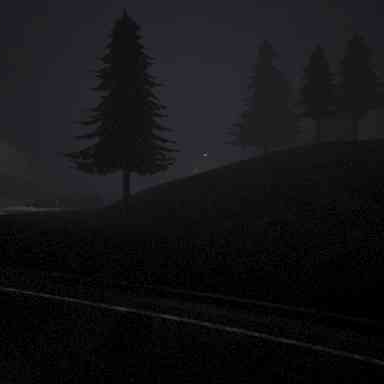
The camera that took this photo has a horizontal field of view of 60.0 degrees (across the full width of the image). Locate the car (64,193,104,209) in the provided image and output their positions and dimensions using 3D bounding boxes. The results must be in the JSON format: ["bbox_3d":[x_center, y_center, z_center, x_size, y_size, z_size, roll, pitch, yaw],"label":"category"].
[{"bbox_3d":[-14.601,1.221,46.302,2.150,2.045,5.566,0,0,22],"label":"car"}]

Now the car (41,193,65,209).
[{"bbox_3d":[-18.027,1.221,47.166,2.150,2.045,5.566,0,0,22],"label":"car"}]

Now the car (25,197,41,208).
[{"bbox_3d":[-21.579,1.526,47.690,1.812,1.442,4.674,0,0,22],"label":"car"}]

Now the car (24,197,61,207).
[{"bbox_3d":[-23.445,1.547,52.436,2.033,1.411,5.357,0,0,22],"label":"car"}]
